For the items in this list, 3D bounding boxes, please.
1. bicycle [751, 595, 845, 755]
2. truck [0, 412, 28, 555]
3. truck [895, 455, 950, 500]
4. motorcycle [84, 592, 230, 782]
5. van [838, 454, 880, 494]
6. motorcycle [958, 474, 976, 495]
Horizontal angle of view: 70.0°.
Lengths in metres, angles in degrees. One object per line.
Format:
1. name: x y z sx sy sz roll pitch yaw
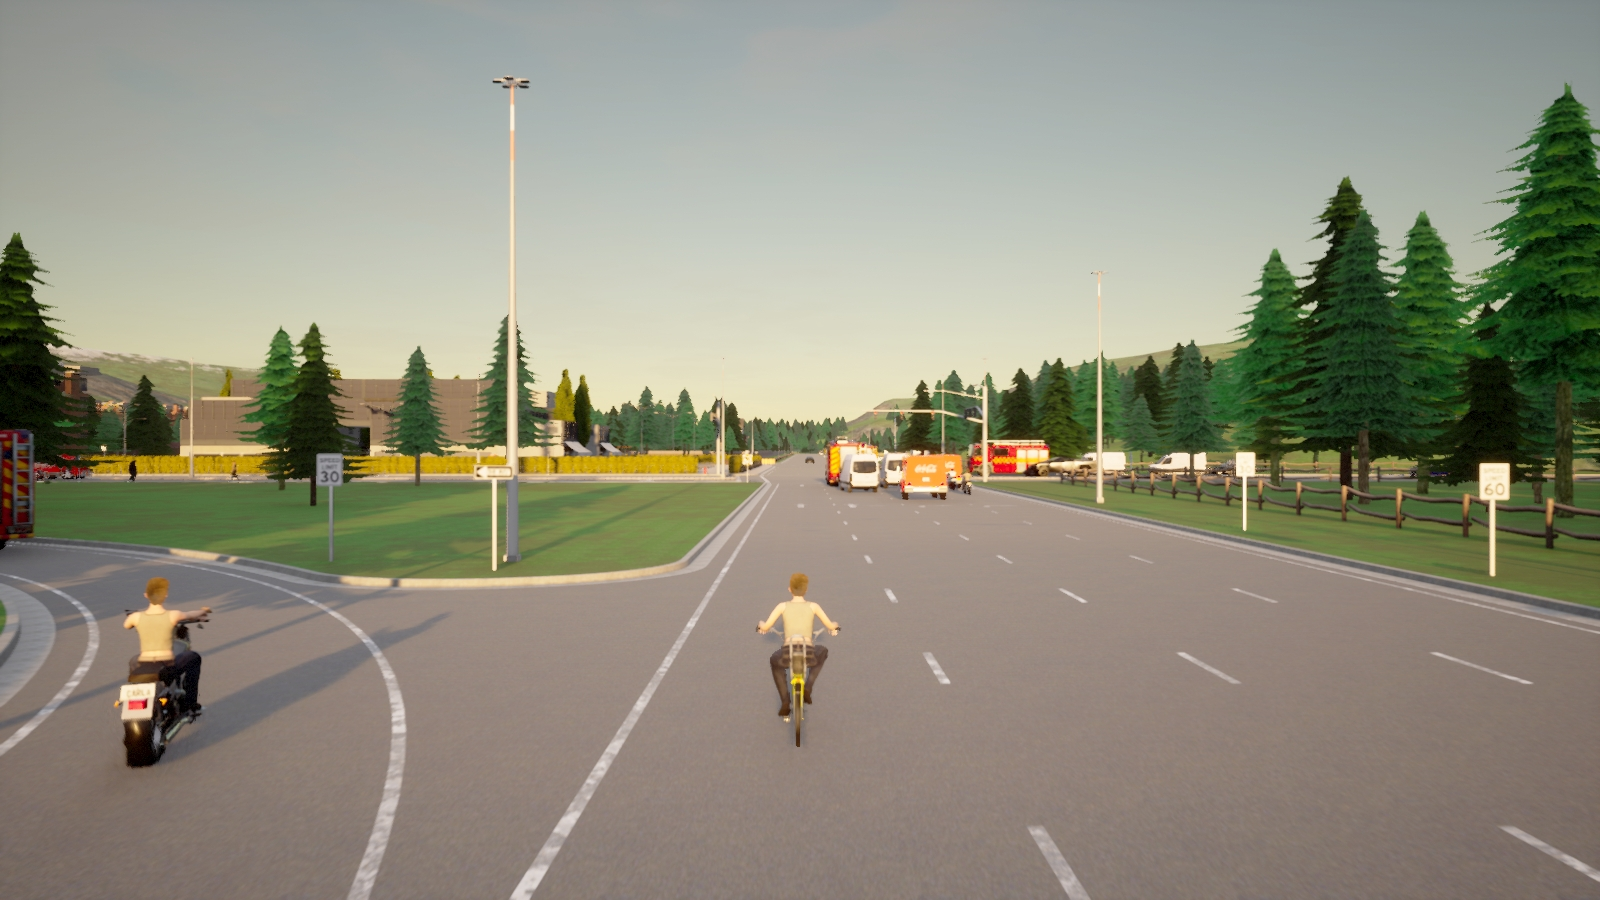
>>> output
1. bicycle: -0.016 2.158 11.223 0.859 1.276 1.487 0 0 0
2. truck: -25.548 0.891 32.009 8.468 3.827 2.891 0 0 28
3. truck: 6.993 1.560 65.860 2.627 2.467 5.204 0 -1 0
4. motorcycle: -6.050 2.155 10.892 0.764 1.307 2.356 0 0 -18
5. van: 3.926 1.536 76.538 1.988 2.561 5.915 0 0 -5
6. motorcycle: 10.498 2.156 71.913 0.764 1.307 2.356 0 0 0
